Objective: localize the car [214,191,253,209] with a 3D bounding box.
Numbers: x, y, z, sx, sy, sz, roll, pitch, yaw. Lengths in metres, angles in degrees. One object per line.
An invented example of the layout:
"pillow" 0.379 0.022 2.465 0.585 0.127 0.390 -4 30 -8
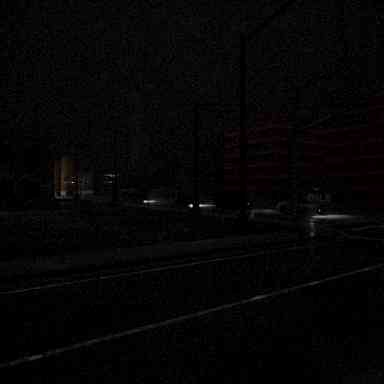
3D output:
"car" 4.961 0.948 40.762 2.150 2.045 5.566 0 1 -35

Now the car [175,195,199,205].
"car" -0.701 1.115 49.033 1.994 1.385 4.181 0 1 -34

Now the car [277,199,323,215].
"car" 10.481 1.393 32.690 1.812 1.442 4.674 0 1 -34

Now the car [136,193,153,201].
"car" -8.696 0.864 60.799 1.994 1.385 4.181 0 1 -34
